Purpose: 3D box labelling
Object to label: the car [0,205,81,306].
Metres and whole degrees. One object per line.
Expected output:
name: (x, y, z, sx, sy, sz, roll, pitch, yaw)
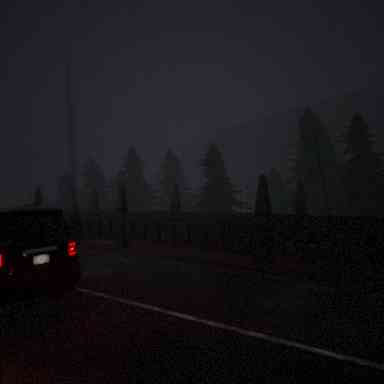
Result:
car: (-4.851, 1.310, 7.447, 5.566, 2.045, 2.150, -1, 0, 35)
